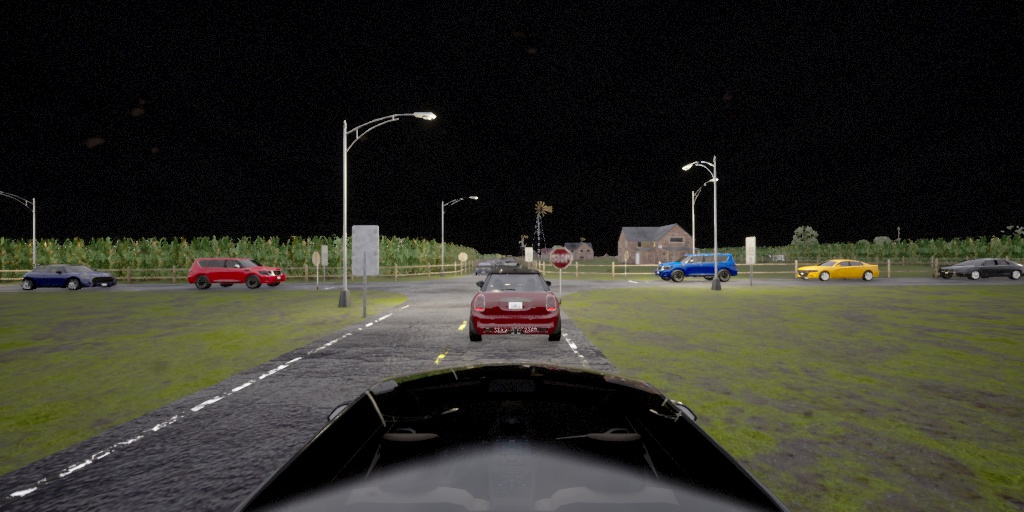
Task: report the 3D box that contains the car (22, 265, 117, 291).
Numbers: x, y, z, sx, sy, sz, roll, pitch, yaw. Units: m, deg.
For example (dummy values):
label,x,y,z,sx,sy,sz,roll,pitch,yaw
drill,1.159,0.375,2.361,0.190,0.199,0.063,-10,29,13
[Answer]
label,x,y,z,sx,sy,sz,roll,pitch,yaw
car,-29.694,1.360,24.165,4.553,1.767,2.097,0,0,1

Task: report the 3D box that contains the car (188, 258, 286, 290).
label,x,y,z,sx,sy,sz,roll,pitch,yaw
car,-18.351,1.127,24.010,5.566,2.045,2.150,-1,0,1

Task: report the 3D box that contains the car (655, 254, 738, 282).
label,x,y,z,sx,sy,sz,roll,pitch,yaw
car,13.564,0.851,26.519,5.566,2.045,2.150,-1,0,0

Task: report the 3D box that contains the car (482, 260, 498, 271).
label,x,y,z,sx,sy,sz,roll,pitch,yaw
car,-2.990,1.287,49.512,1.837,1.490,4.892,0,0,0

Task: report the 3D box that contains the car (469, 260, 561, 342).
label,x,y,z,sx,sy,sz,roll,pitch,yaw
car,0.057,1.103,9.982,2.097,1.767,4.553,0,0,-1

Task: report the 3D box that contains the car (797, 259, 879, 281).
label,x,y,z,sx,sy,sz,roll,pitch,yaw
car,23.871,1.014,26.377,5.008,1.535,1.882,-1,0,1

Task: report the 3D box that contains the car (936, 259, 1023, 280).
label,x,y,z,sx,sy,sz,roll,pitch,yaw
car,34.233,0.949,26.230,4.892,1.490,1.837,-1,0,0

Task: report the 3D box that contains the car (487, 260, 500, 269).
label,x,y,z,sx,sy,sz,roll,pitch,yaw
car,-3.003,1.360,59.435,1.994,1.385,4.181,0,0,0
